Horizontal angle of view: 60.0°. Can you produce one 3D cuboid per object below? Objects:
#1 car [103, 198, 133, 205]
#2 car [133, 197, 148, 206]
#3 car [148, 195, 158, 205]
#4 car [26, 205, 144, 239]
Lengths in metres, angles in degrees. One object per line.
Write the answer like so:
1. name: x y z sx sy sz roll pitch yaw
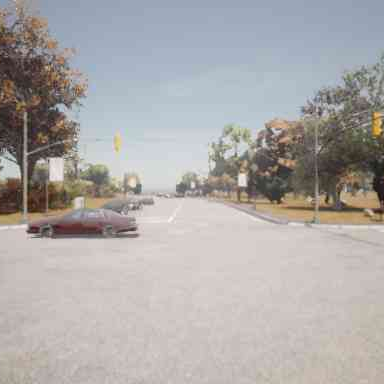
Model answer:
1. car: -7.111 1.478 31.056 1.882 1.535 5.008 0 0 0
2. car: -7.136 1.480 41.072 2.128 1.511 4.902 0 0 0
3. car: -7.318 1.497 55.753 1.994 1.385 4.181 0 0 -1
4. car: -5.379 1.548 16.876 5.357 1.411 2.033 0 0 -3
